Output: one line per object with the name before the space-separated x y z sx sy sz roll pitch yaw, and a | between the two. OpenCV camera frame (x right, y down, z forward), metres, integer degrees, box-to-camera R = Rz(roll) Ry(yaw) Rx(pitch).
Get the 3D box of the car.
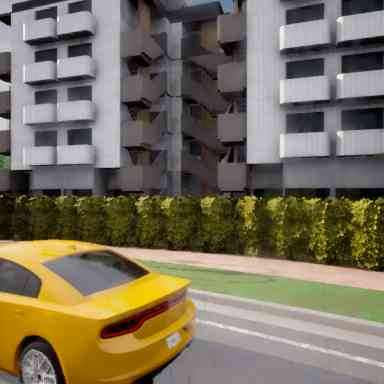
car | -2.349 1.477 4.914 5.008 1.535 1.882 0 0 30
